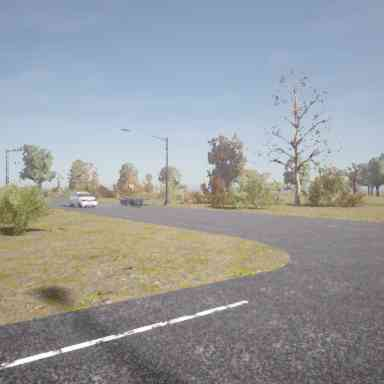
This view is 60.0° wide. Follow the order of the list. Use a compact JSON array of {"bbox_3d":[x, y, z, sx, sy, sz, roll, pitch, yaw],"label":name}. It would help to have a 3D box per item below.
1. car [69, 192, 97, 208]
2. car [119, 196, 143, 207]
[{"bbox_3d":[-14.390,1.039,43.775,2.150,2.045,5.566,0,0,-37],"label":"car"},{"bbox_3d":[-8.789,1.290,47.949,2.128,1.511,4.902,0,0,-37],"label":"car"}]
